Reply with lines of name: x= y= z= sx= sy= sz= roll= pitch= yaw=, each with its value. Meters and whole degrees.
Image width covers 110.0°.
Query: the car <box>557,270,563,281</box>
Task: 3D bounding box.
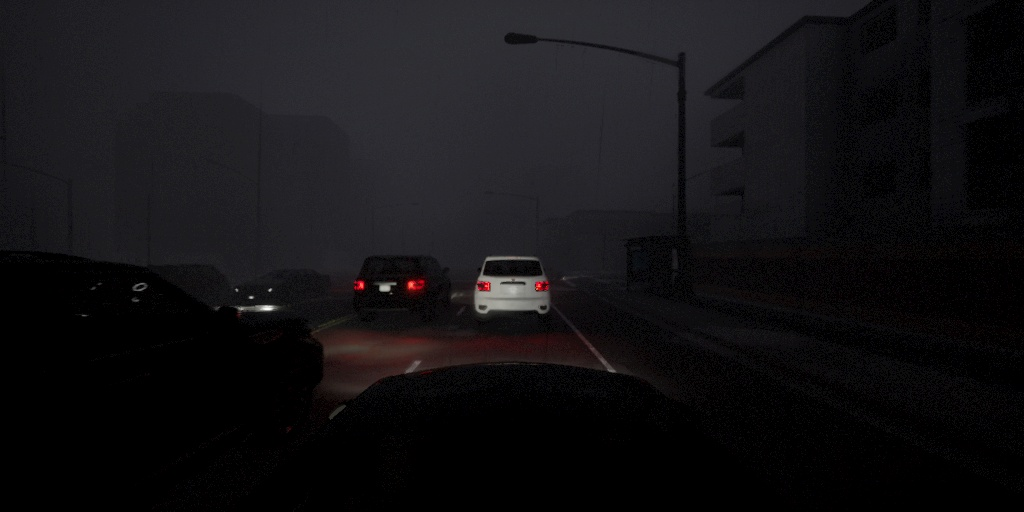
car: x=2.132 y=1.380 z=28.016 sx=1.895 sy=1.301 sz=4.718 roll=0 pitch=0 yaw=37

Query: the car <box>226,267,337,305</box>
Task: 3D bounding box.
car: x=-10.704 y=1.308 z=17.307 sx=2.033 sy=1.411 sz=5.357 roll=0 pitch=0 yaw=-1

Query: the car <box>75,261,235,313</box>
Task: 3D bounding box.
car: x=-14.180 y=1.110 z=14.755 sx=2.097 sy=1.767 sz=4.553 roll=0 pitch=0 yaw=-1

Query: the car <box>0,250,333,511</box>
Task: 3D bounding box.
car: x=-3.409 y=0.972 z=2.102 sx=2.150 sy=2.045 sz=5.566 roll=0 pitch=0 yaw=0

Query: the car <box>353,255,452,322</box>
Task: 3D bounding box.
car: x=-3.509 y=0.978 z=12.464 sx=2.150 sy=2.045 sz=5.566 roll=0 pitch=0 yaw=-1

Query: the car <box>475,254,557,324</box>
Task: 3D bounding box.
car: x=-0.007 y=0.975 z=12.065 sx=2.150 sy=2.045 sz=5.566 roll=0 pitch=0 yaw=-1
